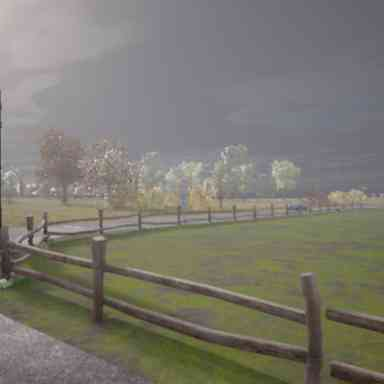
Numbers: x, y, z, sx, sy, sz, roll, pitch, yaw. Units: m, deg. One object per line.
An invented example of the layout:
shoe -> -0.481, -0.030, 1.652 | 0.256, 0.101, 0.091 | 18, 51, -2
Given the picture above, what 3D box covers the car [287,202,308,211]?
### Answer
car -> 17.175, 2.364, 54.183 | 2.033, 1.411, 5.357 | -1, -2, 40
